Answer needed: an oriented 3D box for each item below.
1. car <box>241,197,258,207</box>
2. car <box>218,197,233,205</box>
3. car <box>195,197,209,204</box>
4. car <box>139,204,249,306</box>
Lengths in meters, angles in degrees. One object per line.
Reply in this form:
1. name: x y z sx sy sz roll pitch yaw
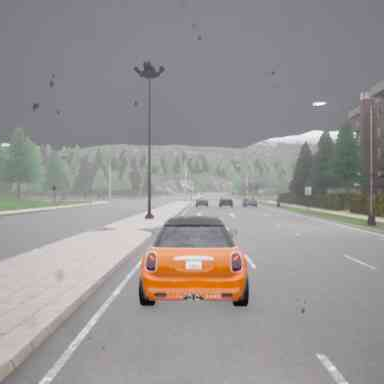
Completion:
1. car: 8.488 1.512 49.227 2.033 1.411 5.357 0 0 2
2. car: 4.990 1.442 49.356 1.882 1.535 5.008 0 0 2
3. car: 1.480 1.490 49.146 1.812 1.442 4.674 0 0 2
4. car: 0.068 1.346 8.168 2.097 1.767 4.553 0 0 1
